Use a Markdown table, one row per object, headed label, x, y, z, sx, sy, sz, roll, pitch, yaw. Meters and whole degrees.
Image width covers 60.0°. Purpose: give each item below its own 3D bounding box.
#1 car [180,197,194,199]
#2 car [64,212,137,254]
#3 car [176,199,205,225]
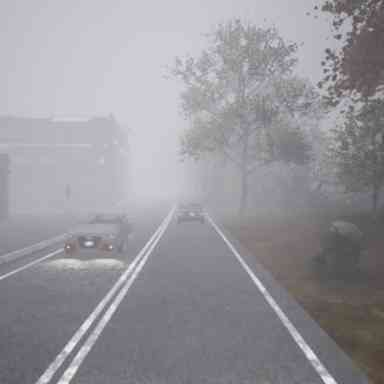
| label | x | y | z | sx | sy | sz | roll | pitch | yaw |
| --- | --- | --- | --- | --- | --- | --- | --- | --- | --- |
| car | -0.657 | 1.305 | 43.883 | 1.994 | 1.385 | 4.181 | 0 | 1 | -2 |
| car | -3.402 | 1.504 | 12.989 | 1.994 | 1.385 | 4.181 | 0 | 0 | 0 |
| car | -0.107 | 1.432 | 23.241 | 2.033 | 1.411 | 5.357 | 0 | 0 | -1 |
